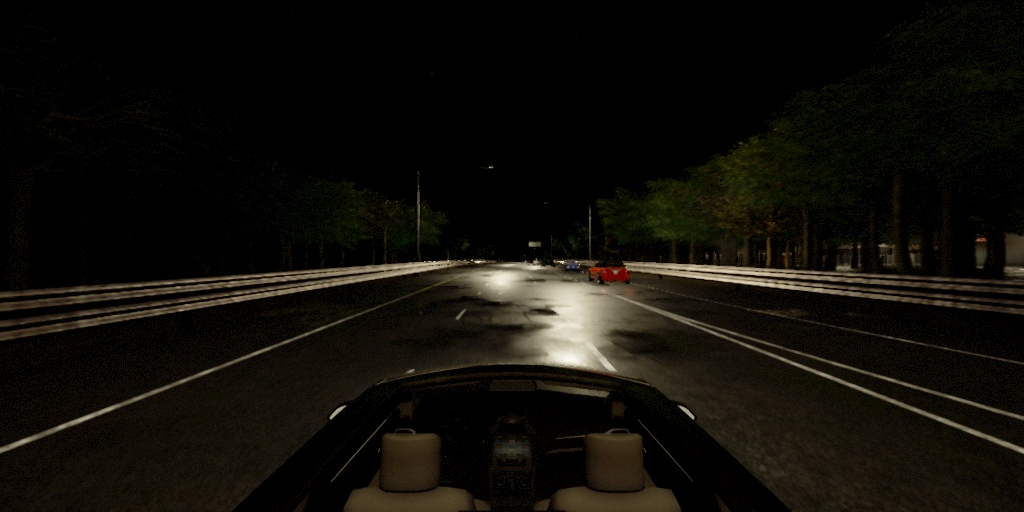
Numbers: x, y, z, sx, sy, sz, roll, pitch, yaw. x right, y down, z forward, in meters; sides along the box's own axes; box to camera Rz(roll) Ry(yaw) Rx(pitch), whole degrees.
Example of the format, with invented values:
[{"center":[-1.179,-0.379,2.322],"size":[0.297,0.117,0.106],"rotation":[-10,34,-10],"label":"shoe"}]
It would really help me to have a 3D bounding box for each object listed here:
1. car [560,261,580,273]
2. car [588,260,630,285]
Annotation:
[{"center":[7.028,1.313,43.579],"size":[2.033,1.411,5.357],"rotation":[0,0,0],"label":"car"},{"center":[7.008,1.104,26.401],"size":[2.097,1.767,4.553],"rotation":[0,0,0],"label":"car"}]
